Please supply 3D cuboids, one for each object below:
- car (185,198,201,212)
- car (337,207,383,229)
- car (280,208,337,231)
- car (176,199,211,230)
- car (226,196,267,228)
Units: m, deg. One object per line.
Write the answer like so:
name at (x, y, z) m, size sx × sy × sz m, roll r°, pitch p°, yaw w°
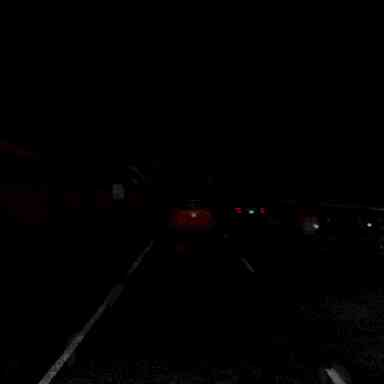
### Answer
car at (0.100, 1.619, 41.620) m, size 1.882 × 1.535 × 5.008 m, roll 0°, pitch 0°, yaw 0°
car at (10.599, 1.676, 22.090) m, size 1.895 × 1.301 × 4.718 m, roll 0°, pitch 0°, yaw 0°
car at (7.101, 1.673, 21.202) m, size 1.895 × 1.301 × 4.718 m, roll 0°, pitch 0°, yaw 0°
car at (0.100, 1.426, 21.967) m, size 2.097 × 1.767 × 4.553 m, roll 0°, pitch 0°, yaw 0°
car at (3.601, 1.301, 22.814) m, size 2.150 × 2.045 × 5.566 m, roll 0°, pitch 0°, yaw 0°
